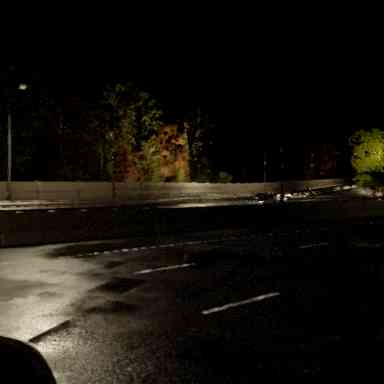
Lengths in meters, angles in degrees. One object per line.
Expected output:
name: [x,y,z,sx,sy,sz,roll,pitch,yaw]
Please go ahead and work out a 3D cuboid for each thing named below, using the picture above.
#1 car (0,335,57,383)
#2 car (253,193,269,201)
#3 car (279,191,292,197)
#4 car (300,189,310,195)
car: [-3.160,1.504,1.487,4.892,1.490,1.837,0,0,-36]
car: [12.664,0.901,60.843,1.812,1.442,4.674,0,1,31]
car: [20.853,0.575,74.107,1.812,1.442,4.674,0,1,32]
car: [29.643,-0.021,87.063,1.994,1.385,4.181,0,2,35]
